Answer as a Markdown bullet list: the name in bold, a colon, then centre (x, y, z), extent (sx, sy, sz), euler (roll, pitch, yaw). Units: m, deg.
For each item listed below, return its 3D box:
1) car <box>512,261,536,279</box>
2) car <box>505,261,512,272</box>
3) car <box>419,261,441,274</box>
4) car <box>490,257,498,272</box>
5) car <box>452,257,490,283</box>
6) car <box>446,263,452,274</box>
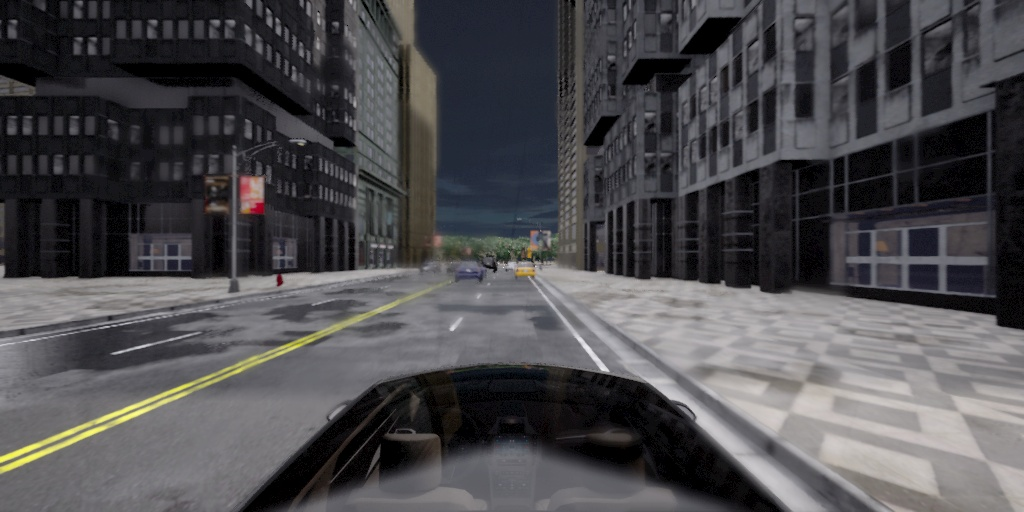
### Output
- **car**: centre (1.140, 1.207, 32.143), extent (1.801, 1.575, 5.366), euler (0, 0, 0)
- **car**: centre (0.011, 1.513, 52.211), extent (1.812, 1.442, 4.674), euler (0, -1, 0)
- **car**: centre (-9.830, 1.352, 43.506), extent (2.128, 1.511, 4.902), euler (0, -1, 0)
- **car**: centre (-3.146, 1.175, 49.957), extent (2.150, 2.045, 5.566), euler (0, -1, 0)
- **car**: centre (-3.147, 1.095, 28.311), extent (2.097, 1.767, 4.553), euler (0, 0, 0)
- **car**: centre (-6.584, 1.450, 42.633), extent (1.895, 1.301, 4.718), euler (0, -1, 0)
